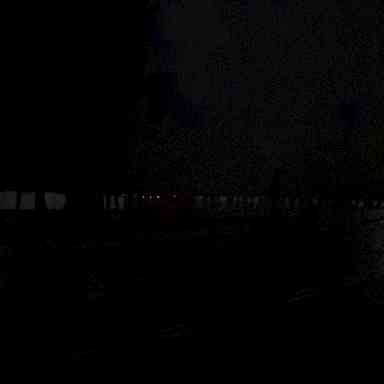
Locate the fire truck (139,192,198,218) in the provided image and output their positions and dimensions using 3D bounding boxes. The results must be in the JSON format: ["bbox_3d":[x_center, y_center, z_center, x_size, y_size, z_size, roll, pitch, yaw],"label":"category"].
[{"bbox_3d":[-3.528,1.928,50.417,8.468,3.827,2.891,-2,-1,9],"label":"fire truck"}]
